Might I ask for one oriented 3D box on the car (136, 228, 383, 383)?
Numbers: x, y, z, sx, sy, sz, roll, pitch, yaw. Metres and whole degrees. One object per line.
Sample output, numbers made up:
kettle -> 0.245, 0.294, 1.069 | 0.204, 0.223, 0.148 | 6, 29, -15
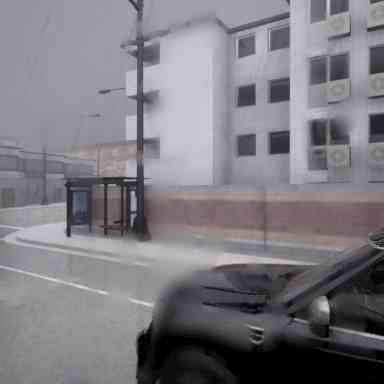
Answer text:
car -> 2.104, 1.224, 2.467 | 5.566, 2.045, 2.150 | 0, 0, 36
